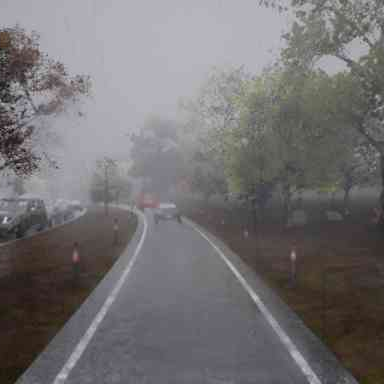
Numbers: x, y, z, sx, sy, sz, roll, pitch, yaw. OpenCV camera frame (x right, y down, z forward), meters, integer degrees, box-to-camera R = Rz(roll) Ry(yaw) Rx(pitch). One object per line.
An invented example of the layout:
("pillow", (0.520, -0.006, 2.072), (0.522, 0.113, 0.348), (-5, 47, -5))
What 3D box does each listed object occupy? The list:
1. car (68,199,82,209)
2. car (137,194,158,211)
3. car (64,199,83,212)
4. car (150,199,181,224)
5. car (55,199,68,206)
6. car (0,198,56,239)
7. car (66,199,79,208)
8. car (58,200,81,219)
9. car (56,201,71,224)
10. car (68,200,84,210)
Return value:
("car", (-20.030, 2.053, 56.712), (2.097, 1.535, 5.008), (0, -1, -22))
("car", (-5.486, 1.263, 40.918), (2.150, 2.045, 5.566), (-1, 0, -16))
("car", (-15.919, 1.896, 45.403), (2.097, 1.535, 5.008), (-1, -1, -18))
("car", (-1.897, 1.478, 24.546), (1.812, 1.442, 4.674), (0, 0, -8))
("car", (-30.237, 2.361, 77.193), (2.002, 1.452, 4.674), (1, -1, -32))
("car", (-9.915, 1.395, 18.848), (2.435, 2.045, 5.566), (2, -1, -8))
("car", (-22.483, 2.163, 62.442), (2.002, 1.452, 4.674), (0, 0, -24))
("car", (-11.794, 1.744, 29.903), (2.231, 1.521, 4.892), (2, -1, -11))
("car", (-10.764, 1.695, 24.407), (2.231, 1.521, 4.892), (2, -1, -10))
("car", (-17.953, 1.970, 51.394), (2.231, 1.521, 4.892), (-1, -1, -19))
